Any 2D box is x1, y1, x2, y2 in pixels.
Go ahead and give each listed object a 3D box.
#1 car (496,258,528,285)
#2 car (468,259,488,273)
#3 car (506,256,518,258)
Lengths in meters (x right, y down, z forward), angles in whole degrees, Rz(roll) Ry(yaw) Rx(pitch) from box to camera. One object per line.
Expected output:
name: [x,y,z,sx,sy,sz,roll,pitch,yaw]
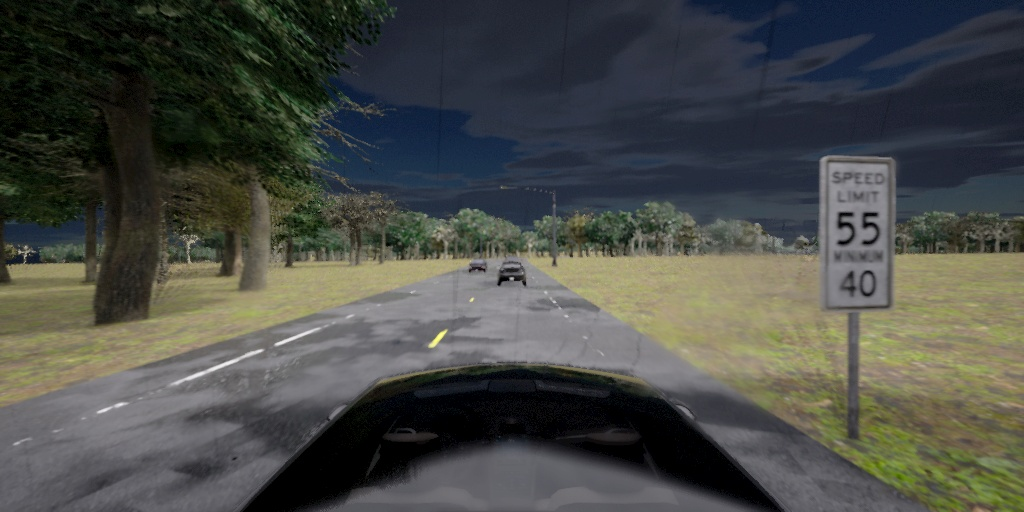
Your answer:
car: [0.004,1.103,24.112,1.837,1.490,4.892,0,1,0]
car: [-3.517,0.987,38.315,2.033,1.411,5.357,0,1,0]
car: [0.042,0.758,39.595,2.097,1.767,4.553,0,1,0]
